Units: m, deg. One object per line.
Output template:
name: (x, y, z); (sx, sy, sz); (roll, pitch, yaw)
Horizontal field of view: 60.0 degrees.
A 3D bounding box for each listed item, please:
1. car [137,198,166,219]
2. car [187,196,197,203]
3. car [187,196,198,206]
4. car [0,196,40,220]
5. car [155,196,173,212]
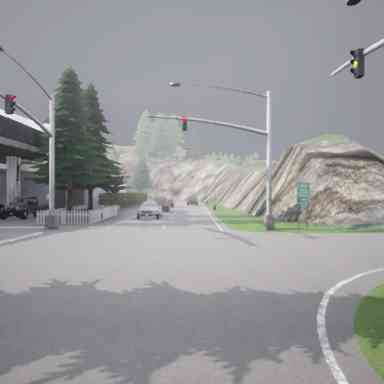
car: (-3.608, 1.522, 28.933); (1.812, 1.442, 4.674); (0, 0, 0)
car: (-0.042, 1.516, 69.533); (1.812, 1.442, 4.674); (0, 0, -2)
car: (0.078, 1.539, 56.480); (2.033, 1.411, 5.357); (0, 0, 0)
car: (-14.540, 1.309, 28.453); (1.905, 1.878, 3.866); (0, 0, -1)
car: (-3.608, 1.347, 37.890); (2.097, 1.767, 4.553); (0, 0, 0)
